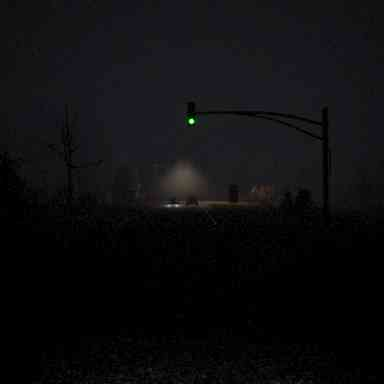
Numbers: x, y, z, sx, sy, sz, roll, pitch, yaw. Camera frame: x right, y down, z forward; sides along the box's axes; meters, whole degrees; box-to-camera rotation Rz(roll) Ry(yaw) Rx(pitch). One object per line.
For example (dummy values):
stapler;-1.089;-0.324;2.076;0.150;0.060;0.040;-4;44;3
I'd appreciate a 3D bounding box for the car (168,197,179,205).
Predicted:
car;-3.500;1.731;63.818;1.837;1.490;4.892;0;0;0

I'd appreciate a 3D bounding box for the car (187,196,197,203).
car;0.001;1.584;69.654;1.837;1.490;4.892;0;0;0

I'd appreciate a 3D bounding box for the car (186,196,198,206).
car;0.001;1.559;59.618;2.097;1.767;4.553;0;0;0
